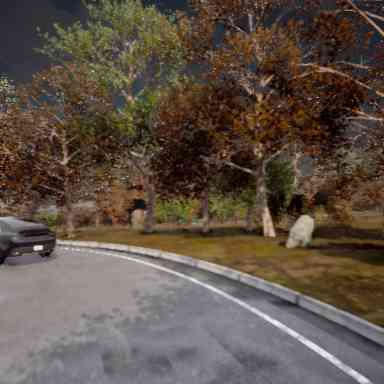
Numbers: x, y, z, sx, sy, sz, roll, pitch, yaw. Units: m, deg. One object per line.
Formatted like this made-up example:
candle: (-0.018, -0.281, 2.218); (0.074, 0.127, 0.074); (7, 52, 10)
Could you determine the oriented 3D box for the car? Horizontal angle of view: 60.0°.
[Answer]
car: (-7.027, 1.721, 12.467); (4.892, 1.490, 1.837); (-3, -3, 37)
